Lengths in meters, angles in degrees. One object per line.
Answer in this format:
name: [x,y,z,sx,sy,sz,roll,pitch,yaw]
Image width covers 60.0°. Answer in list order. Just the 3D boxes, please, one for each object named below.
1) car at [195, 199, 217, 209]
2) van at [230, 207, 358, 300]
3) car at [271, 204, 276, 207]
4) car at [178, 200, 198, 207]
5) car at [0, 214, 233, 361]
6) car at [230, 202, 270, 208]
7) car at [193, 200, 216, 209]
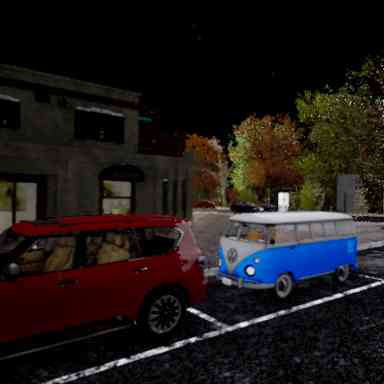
car: [2.670,2.297,64.605,2.097,1.767,4.553,2,-1,-34]
van: [2.466,1.404,8.312,3.998,1.788,1.690,1,0,-35]
car: [9.903,2.161,42.096,1.895,1.301,4.718,2,-1,-34]
car: [-0.847,2.365,69.723,1.812,1.442,4.674,2,-1,-34]
car: [-2.041,1.326,5.087,5.009,1.841,2.192,1,0,-35]
car: [6.771,1.987,40.931,2.128,1.511,4.902,2,-1,-34]
car: [2.235,2.355,59.426,1.812,1.442,4.674,2,-2,-34]
